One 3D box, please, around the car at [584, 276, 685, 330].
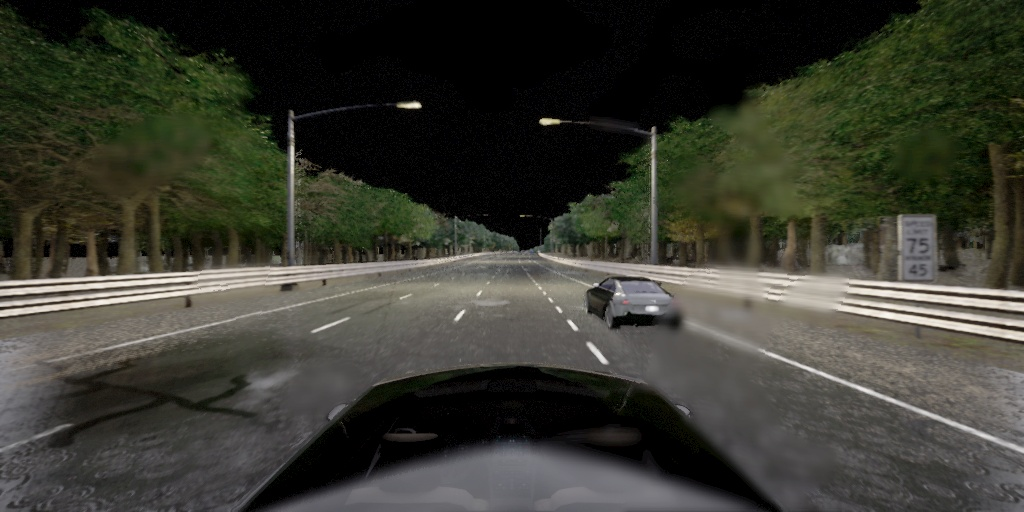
[{"bbox_3d":[3.558,1.319,11.138,1.994,1.385,4.181,0,0,0],"label":"car"}]
